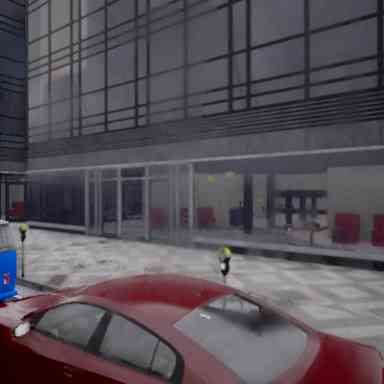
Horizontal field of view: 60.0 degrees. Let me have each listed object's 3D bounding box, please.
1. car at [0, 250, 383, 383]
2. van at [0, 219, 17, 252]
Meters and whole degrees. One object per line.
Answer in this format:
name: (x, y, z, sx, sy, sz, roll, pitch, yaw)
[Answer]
car: (-0.569, 1.539, 3.369, 4.507, 1.381, 1.887, 0, 0, 35)
van: (-5.137, 1.325, 6.611, 3.998, 1.788, 1.690, 0, 0, 35)
